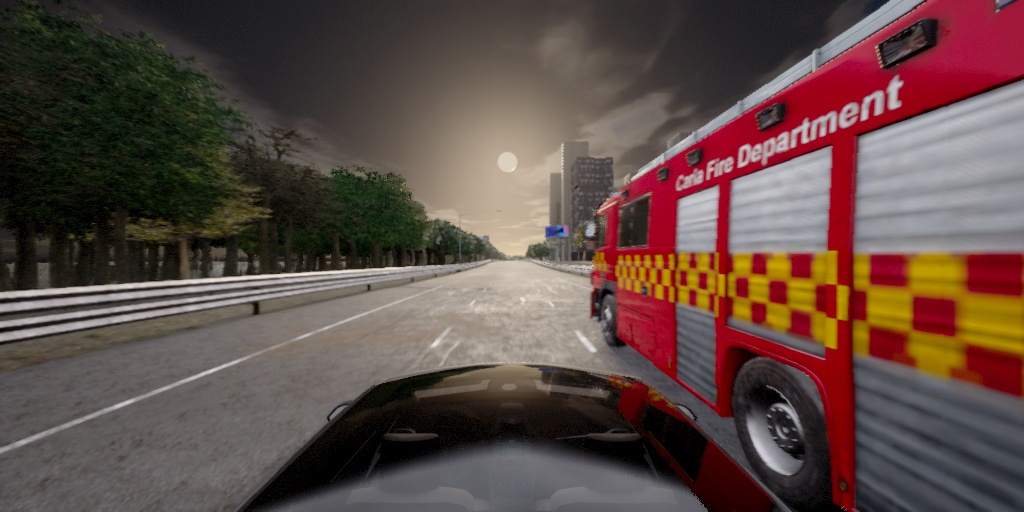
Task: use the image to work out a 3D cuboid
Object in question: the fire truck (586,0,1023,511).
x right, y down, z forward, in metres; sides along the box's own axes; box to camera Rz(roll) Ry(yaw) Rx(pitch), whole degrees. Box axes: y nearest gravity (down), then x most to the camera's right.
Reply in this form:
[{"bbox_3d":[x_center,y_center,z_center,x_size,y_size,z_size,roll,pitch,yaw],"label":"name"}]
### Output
[{"bbox_3d":[3.506,0.099,5.391,2.891,3.827,8.468,0,0,0],"label":"fire truck"}]
